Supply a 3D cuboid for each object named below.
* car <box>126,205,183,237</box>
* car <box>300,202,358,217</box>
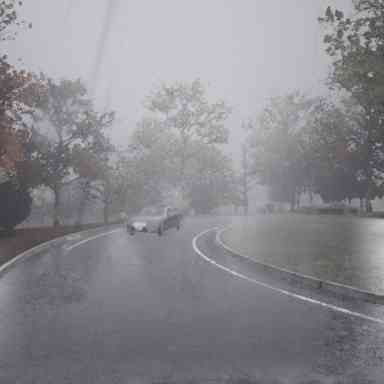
[{"bbox_3d":[-1.904,1.491,18.336,2.128,1.511,4.902,0,0,16],"label":"car"},{"bbox_3d":[12.575,1.602,30.734,4.718,1.301,1.895,0,0,-2],"label":"car"}]
